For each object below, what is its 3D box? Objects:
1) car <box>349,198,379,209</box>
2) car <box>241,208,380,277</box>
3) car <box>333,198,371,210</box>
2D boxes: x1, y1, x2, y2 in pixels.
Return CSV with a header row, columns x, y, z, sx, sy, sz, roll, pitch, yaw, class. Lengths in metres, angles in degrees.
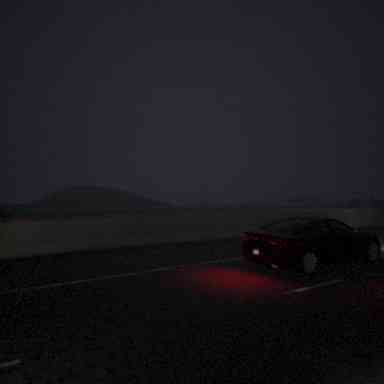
x,y,z,sx,sy,sz,roll,pitch,yaw,class
21.357,1.523,39.451,5.357,1.411,2.033,0,0,-23,car
3.819,1.469,10.326,5.008,1.535,1.882,0,0,-32,car
20.659,1.496,42.903,4.674,1.442,1.812,0,0,-23,car
